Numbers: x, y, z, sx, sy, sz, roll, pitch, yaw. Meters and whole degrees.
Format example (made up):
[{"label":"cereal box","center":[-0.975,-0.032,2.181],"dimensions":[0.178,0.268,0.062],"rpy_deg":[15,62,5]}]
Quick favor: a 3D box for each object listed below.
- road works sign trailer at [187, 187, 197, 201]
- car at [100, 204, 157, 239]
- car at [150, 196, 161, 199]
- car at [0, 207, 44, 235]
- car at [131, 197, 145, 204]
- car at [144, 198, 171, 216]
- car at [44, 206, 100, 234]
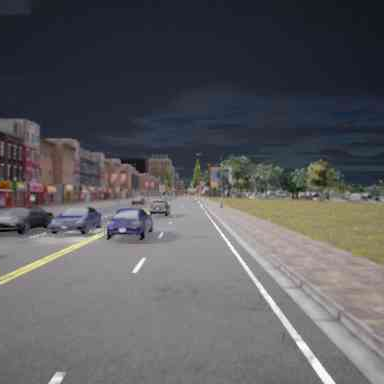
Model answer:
[{"label":"road works sign trailer","center":[0.000,0.589,85.633],"dimensions":[2.380,3.560,2.880],"rpy_deg":[1,-1,0]},{"label":"car","center":[-3.159,1.565,17.388],"dimensions":[1.812,1.442,4.674],"rpy_deg":[0,0,0]},{"label":"car","center":[-6.563,1.515,61.000],"dimensions":[2.097,1.767,4.553],"rpy_deg":[0,0,1]},{"label":"car","center":[-9.857,1.592,19.498],"dimensions":[2.033,1.411,5.357],"rpy_deg":[0,0,0]},{"label":"car","center":[-9.812,1.640,60.896],"dimensions":[1.882,1.535,5.008],"rpy_deg":[0,0,1]},{"label":"car","center":[-3.161,1.631,33.234],"dimensions":[2.033,1.411,5.357],"rpy_deg":[0,0,0]},{"label":"car","center":[-6.608,1.571,19.503],"dimensions":[1.812,1.442,4.674],"rpy_deg":[0,0,0]}]
